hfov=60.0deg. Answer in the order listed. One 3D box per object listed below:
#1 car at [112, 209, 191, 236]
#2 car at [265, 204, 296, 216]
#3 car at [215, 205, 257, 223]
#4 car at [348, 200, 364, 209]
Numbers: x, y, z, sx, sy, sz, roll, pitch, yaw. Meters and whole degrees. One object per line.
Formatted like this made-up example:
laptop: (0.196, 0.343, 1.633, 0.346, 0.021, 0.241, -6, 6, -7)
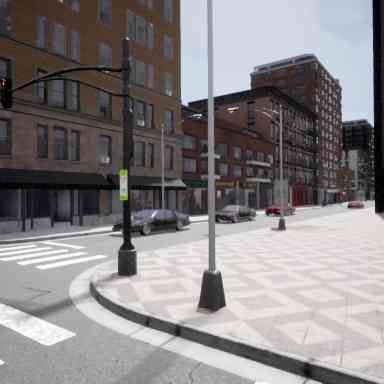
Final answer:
car: (-2.218, 1.708, 19.961, 2.033, 1.411, 5.357, -1, -1, 36)
car: (9.705, 1.929, 36.494, 1.895, 1.301, 4.718, -1, -1, 36)
car: (3.690, 1.792, 28.167, 2.033, 1.411, 5.357, -1, -1, 35)
car: (27.415, 2.060, 55.628, 1.994, 1.385, 4.181, -1, -1, 36)
